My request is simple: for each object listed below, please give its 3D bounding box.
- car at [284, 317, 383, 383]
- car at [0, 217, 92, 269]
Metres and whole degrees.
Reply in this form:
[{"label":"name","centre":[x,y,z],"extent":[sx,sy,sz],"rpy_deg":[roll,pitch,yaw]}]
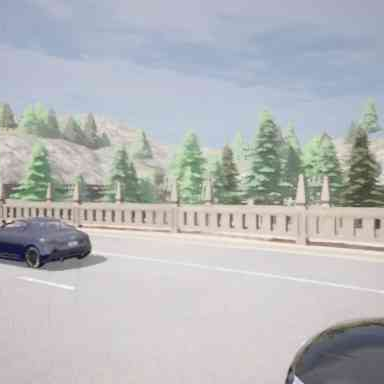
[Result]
[{"label":"car","centre":[2.945,1.474,1.706],"extent":[4.902,1.511,2.128],"rpy_deg":[0,0,37]},{"label":"car","centre":[-5.387,1.556,11.147],"extent":[4.181,1.385,1.994],"rpy_deg":[0,0,29]}]
